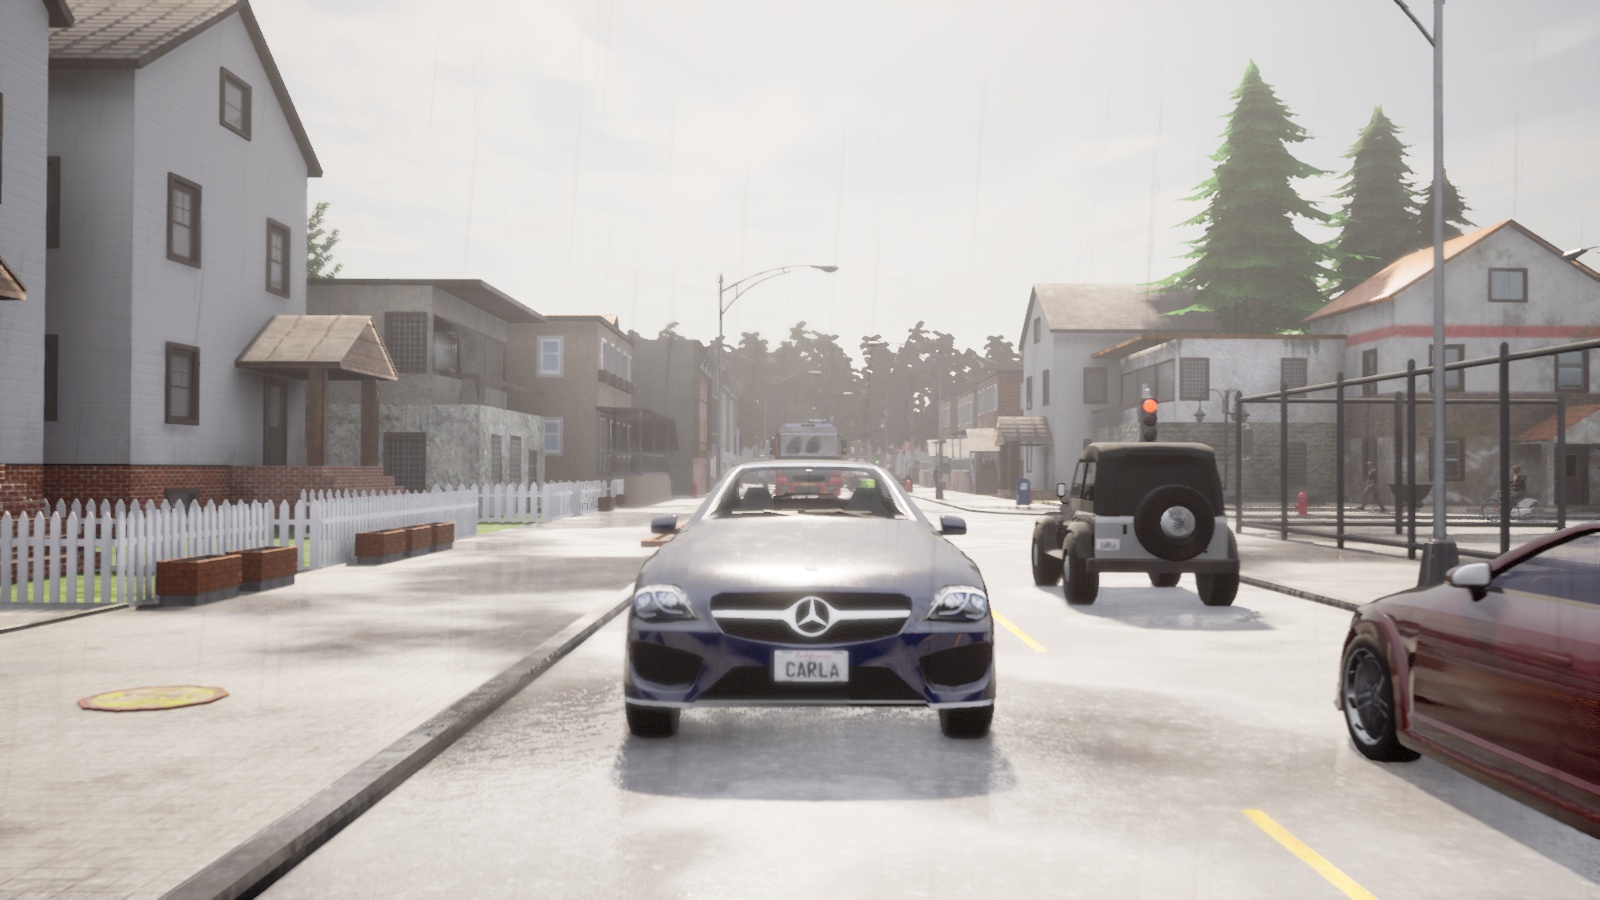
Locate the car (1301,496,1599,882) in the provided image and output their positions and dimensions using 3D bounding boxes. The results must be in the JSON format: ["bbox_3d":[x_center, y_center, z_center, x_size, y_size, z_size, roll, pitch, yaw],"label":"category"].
[{"bbox_3d":[4.027,0.944,5.572,1.994,1.385,4.181,0,-1,1],"label":"car"}]

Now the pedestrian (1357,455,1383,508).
[{"bbox_3d":[19.929,1.105,43.898,0.720,1.854,0.376,0,-1,-6],"label":"pedestrian"}]

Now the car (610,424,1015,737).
[{"bbox_3d":[0.063,0.730,9.193,2.152,1.651,5.027,0,-1,0],"label":"car"}]

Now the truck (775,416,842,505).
[{"bbox_3d":[0.290,0.534,58.486,2.891,3.827,8.468,0,-1,-1],"label":"truck"}]

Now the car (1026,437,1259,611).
[{"bbox_3d":[4.053,0.827,15.538,1.905,1.878,3.866,0,-1,2],"label":"car"}]

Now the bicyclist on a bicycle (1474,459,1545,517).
[{"bbox_3d":[22.092,1.187,39.120,1.843,1.776,0.659,0,-1,0],"label":"bicyclist on a bicycle"}]
